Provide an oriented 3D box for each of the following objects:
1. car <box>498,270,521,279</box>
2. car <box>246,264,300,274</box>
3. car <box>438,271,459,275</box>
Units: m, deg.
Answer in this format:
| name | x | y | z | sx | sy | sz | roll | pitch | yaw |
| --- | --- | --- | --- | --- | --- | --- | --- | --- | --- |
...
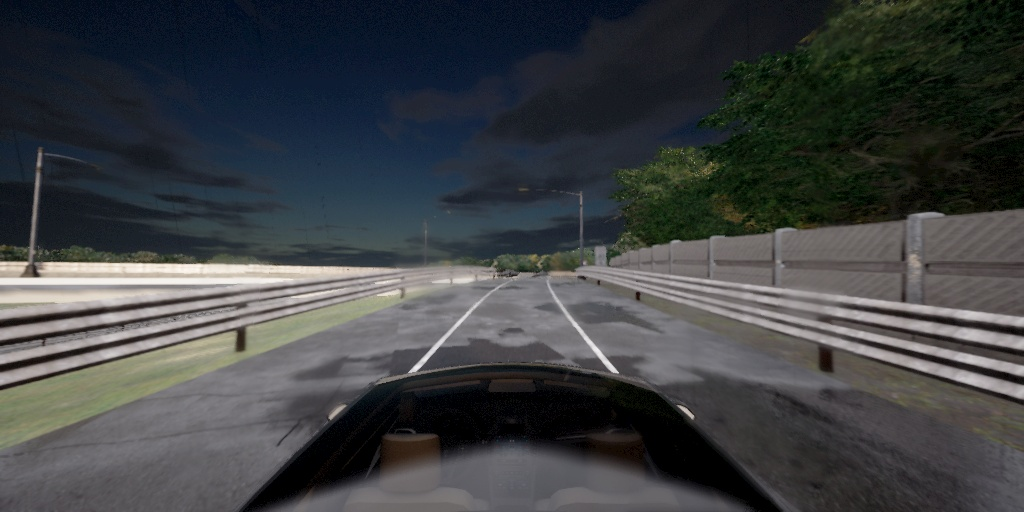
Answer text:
| name | x | y | z | sx | sy | sz | roll | pitch | yaw |
| --- | --- | --- | --- | --- | --- | --- | --- | --- | --- |
| car | -0.441 | 3.188 | 62.557 | 1.837 | 1.490 | 4.892 | -2 | -4 | 39 |
| car | -26.168 | 1.667 | 39.410 | 4.902 | 1.511 | 2.128 | 3 | -4 | -35 |
| car | -8.972 | 2.657 | 53.302 | 4.181 | 1.385 | 1.994 | 4 | -5 | -44 |
